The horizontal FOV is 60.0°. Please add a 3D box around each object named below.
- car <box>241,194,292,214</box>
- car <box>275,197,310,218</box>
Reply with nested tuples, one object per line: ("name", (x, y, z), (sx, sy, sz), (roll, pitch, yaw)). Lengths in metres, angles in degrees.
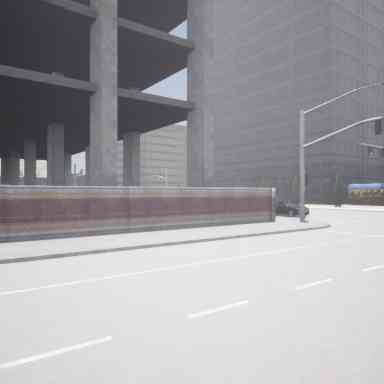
("car", (8.263, 1.221, 37.344), (2.150, 2.045, 5.566), (0, 0, -36))
("car", (8.587, 1.505, 30.886), (1.837, 1.490, 4.892), (0, 0, -35))
